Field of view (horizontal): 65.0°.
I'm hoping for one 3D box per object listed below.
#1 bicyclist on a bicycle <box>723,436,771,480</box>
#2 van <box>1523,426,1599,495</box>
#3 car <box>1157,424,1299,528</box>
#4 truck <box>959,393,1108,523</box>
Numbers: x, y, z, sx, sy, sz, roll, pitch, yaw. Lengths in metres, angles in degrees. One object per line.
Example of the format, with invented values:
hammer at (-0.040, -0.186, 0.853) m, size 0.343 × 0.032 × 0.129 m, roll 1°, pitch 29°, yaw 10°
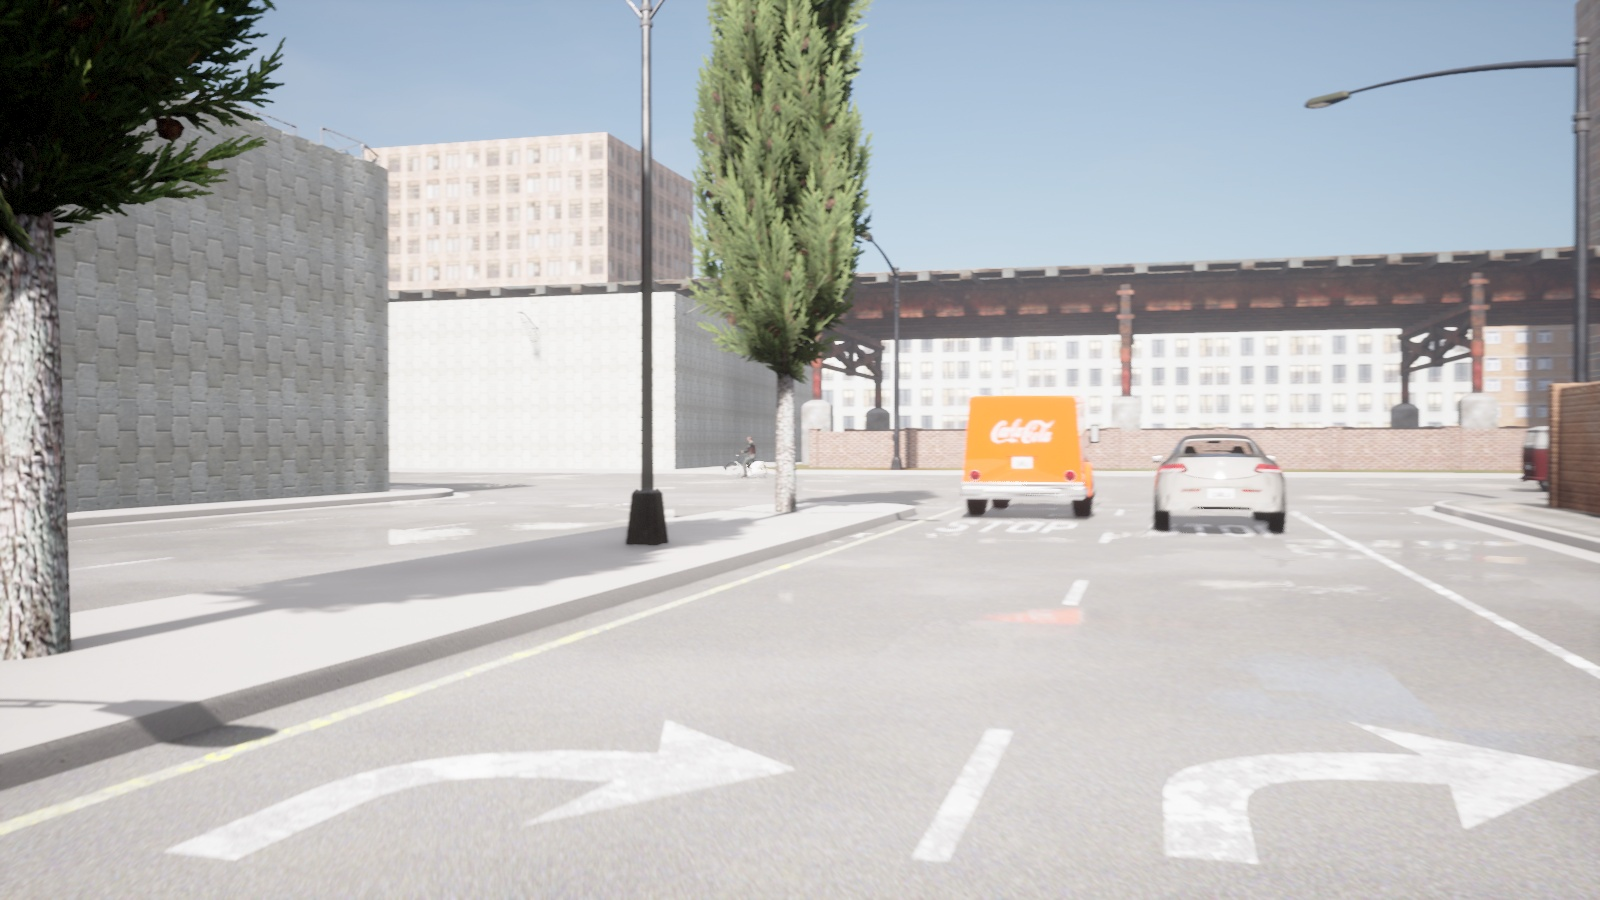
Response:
bicyclist on a bicycle at (-2.184, 0.317, 51.813) m, size 1.843 × 1.776 × 0.659 m, roll 0°, pitch 0°, yaw 17°
van at (23.880, 0.293, 36.731) m, size 4.442 × 1.987 × 1.775 m, roll 0°, pitch 0°, yaw 17°
car at (7.529, 0.398, 22.518) m, size 2.152 × 1.651 × 5.027 m, roll 0°, pitch 0°, yaw 16°
truck at (5.102, 0.113, 26.731) m, size 2.627 × 2.467 × 5.204 m, roll 0°, pitch 1°, yaw 16°
